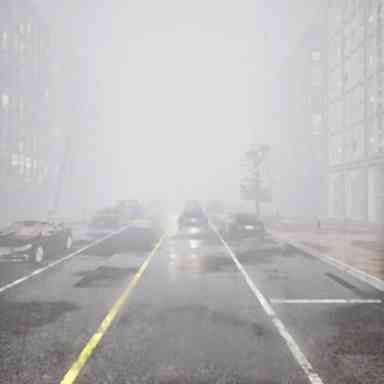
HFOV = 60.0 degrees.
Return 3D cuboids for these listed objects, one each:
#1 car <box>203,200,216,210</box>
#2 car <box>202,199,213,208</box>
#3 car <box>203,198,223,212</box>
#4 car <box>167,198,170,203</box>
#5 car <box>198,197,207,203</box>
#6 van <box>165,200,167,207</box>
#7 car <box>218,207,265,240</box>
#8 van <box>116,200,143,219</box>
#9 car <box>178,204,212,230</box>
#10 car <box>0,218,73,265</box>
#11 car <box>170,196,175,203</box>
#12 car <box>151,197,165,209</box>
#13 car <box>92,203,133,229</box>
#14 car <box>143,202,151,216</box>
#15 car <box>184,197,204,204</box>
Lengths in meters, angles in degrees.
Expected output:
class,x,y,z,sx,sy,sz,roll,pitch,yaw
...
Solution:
class,x,y,z,sx,sy,sz,roll,pitch,yaw
car,2.682,1.982,51.831,1.802,1.307,4.206,0,0,0
car,2.681,1.969,57.693,1.752,1.417,4.829,0,0,0
car,2.685,1.756,40.448,1.967,1.590,4.097,0,0,0
car,-5.701,2.050,63.228,1.947,1.339,4.313,0,0,0
car,2.676,2.089,85.982,1.967,1.590,4.097,0,0,0
van,-5.698,1.783,57.538,1.690,1.788,3.998,0,0,0
car,2.689,1.707,17.681,1.947,1.339,4.313,0,0,0
van,-5.693,1.570,29.078,1.690,1.788,3.998,0,0,0
car,0.092,1.745,22.826,1.994,1.385,4.181,0,0,0
car,-5.691,1.647,12.000,2.008,1.369,4.403,0,0,0
car,-5.705,2.173,85.826,1.752,1.417,4.829,0,0,0
car,-5.698,1.840,51.844,1.967,1.590,4.097,0,0,0
car,-5.693,1.730,23.384,1.887,1.381,4.507,0,0,0
car,-5.695,1.854,34.768,1.802,1.307,4.206,0,0,0
car,0.091,1.672,41.200,2.097,1.767,4.553,0,-1,0
